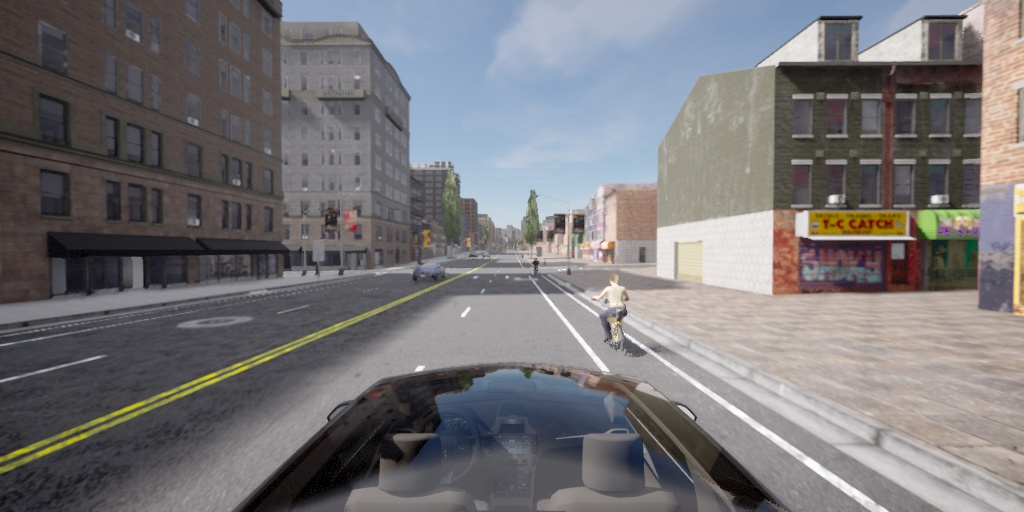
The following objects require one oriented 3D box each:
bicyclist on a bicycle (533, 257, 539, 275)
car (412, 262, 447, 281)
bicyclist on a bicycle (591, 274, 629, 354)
[{"bbox_3d":[2.254,1.016,34.045,0.659,1.776,1.843,0,0,0],"label":"bicyclist on a bicycle"},{"bbox_3d":[-6.534,1.196,28.657,1.812,1.442,4.674,0,0,1],"label":"car"},{"bbox_3d":[2.182,1.180,7.770,0.866,1.612,1.509,0,0,0],"label":"bicyclist on a bicycle"}]
